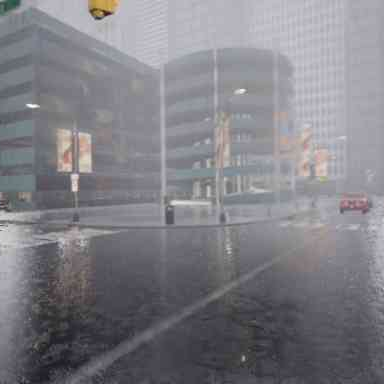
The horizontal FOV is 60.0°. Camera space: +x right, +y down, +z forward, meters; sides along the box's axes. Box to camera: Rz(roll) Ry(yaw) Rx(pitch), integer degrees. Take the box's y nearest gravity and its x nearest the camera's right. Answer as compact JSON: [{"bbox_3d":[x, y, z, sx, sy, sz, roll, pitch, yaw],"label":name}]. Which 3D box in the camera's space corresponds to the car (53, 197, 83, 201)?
[{"bbox_3d":[-18.471,1.452,50.681,4.674,1.452,2.002,-1,0,31],"label":"car"}]

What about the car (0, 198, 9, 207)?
[{"bbox_3d":[-31.037,1.721,53.472,4.786,1.482,2.161,-1,0,31],"label":"car"}]

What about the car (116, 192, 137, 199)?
[{"bbox_3d":[-15.818,1.045,79.438,5.566,2.045,2.435,-1,0,31],"label":"car"}]

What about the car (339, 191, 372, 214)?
[{"bbox_3d":[15.407,0.912,31.467,2.150,2.045,5.566,-1,0,32],"label":"car"}]
